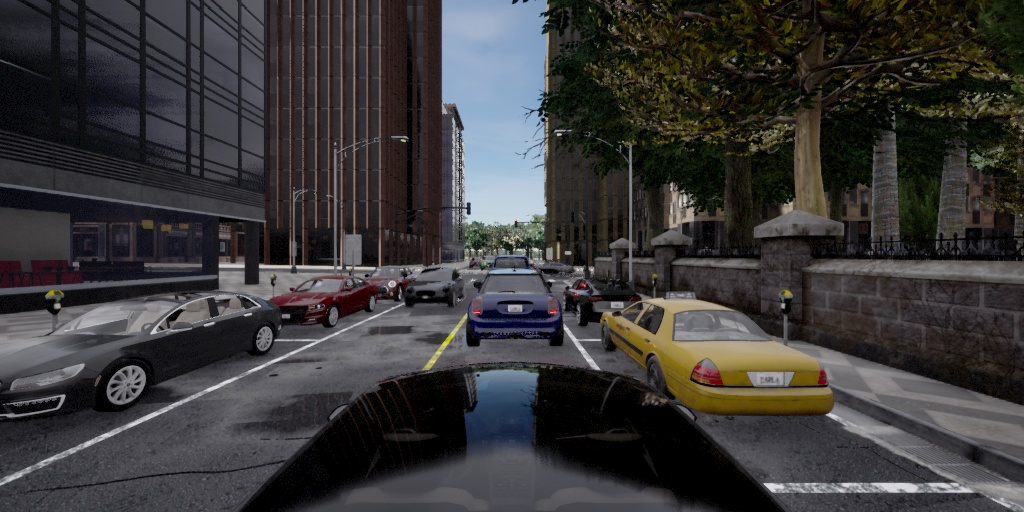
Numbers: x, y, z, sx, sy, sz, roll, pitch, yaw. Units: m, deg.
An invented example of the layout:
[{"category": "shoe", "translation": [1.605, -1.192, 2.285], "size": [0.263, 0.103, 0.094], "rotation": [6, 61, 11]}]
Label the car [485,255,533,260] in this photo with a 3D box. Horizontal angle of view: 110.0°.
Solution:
[{"category": "car", "translation": [-0.031, 0.973, 18.961], "size": [2.150, 2.045, 5.566], "rotation": [0, 0, 0]}]

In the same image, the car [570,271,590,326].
[{"category": "car", "translation": [2.742, 1.316, 11.425], "size": [1.948, 1.339, 4.313], "rotation": [0, 0, 0]}]

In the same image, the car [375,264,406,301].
[{"category": "car", "translation": [-5.795, 1.190, 16.862], "size": [1.967, 1.591, 4.097], "rotation": [0, 0, 0]}]

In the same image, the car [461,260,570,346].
[{"category": "car", "translation": [0.037, 1.102, 9.527], "size": [2.097, 1.767, 4.553], "rotation": [0, 0, -1]}]

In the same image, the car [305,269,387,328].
[{"category": "car", "translation": [-5.783, 1.295, 11.405], "size": [1.888, 1.381, 4.507], "rotation": [0, 0, 0]}]

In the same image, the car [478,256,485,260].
[{"category": "car", "translation": [-3.205, 0.982, 51.202], "size": [2.150, 2.045, 5.566], "rotation": [0, 0, -1]}]

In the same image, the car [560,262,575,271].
[{"category": "car", "translation": [4.353, 1.343, 38.665], "size": [4.902, 1.511, 2.128], "rotation": [2, 2, 21]}]

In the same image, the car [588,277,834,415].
[{"category": "car", "translation": [2.753, 1.275, 6.138], "size": [1.751, 1.417, 4.829], "rotation": [0, 0, 0]}]

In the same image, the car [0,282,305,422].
[{"category": "car", "translation": [-5.772, 1.300, 5.948], "size": [2.007, 1.370, 4.403], "rotation": [0, 0, 0]}]

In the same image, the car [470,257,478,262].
[{"category": "car", "translation": [-5.884, 1.079, 59.726], "size": [2.192, 1.841, 5.009], "rotation": [0, 0, 0]}]

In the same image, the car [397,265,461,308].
[{"category": "car", "translation": [-3.139, 1.257, 15.369], "size": [1.837, 1.490, 4.892], "rotation": [0, 0, 0]}]
